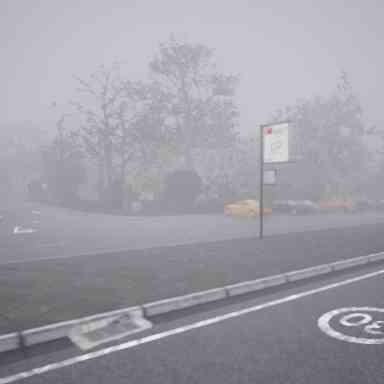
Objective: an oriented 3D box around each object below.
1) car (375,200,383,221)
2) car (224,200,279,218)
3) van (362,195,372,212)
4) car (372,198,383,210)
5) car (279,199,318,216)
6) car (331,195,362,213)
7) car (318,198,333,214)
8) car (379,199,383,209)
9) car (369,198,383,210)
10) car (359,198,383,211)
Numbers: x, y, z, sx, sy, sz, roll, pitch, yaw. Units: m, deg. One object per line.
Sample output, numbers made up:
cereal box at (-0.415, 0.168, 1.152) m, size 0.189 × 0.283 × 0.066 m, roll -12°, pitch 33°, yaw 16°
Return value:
car at (14.818, 1.475, 21.000) m, size 2.231 × 1.521 × 4.892 m, roll 0°, pitch 0°, yaw -35°
car at (4.979, 1.465, 30.050) m, size 2.097 × 1.535 × 5.008 m, roll 0°, pitch 0°, yaw -35°
van at (18.511, 1.341, 39.847) m, size 1.878 × 1.987 × 4.442 m, roll 1°, pitch 0°, yaw -36°
car at (23.112, 1.661, 42.987) m, size 2.002 × 1.452 × 4.674 m, roll 1°, pitch 0°, yaw -36°
car at (9.508, 1.485, 33.290) m, size 2.097 × 1.535 × 5.008 m, roll 0°, pitch 0°, yaw -35°
car at (16.333, 1.417, 38.111) m, size 2.185 × 1.767 × 4.553 m, roll 1°, pitch 0°, yaw -36°
car at (11.779, 1.542, 34.904) m, size 2.002 × 1.452 × 4.674 m, roll 0°, pitch 0°, yaw -35°
car at (29.925, 1.732, 47.826) m, size 2.163 × 1.488 × 4.792 m, roll 1°, pitch 0°, yaw -36°
car at (27.646, 1.675, 46.225) m, size 2.097 × 1.535 × 5.008 m, roll 1°, pitch 0°, yaw -36°
car at (25.484, 1.645, 44.458) m, size 1.946 × 1.575 × 5.366 m, roll 1°, pitch 0°, yaw -36°
